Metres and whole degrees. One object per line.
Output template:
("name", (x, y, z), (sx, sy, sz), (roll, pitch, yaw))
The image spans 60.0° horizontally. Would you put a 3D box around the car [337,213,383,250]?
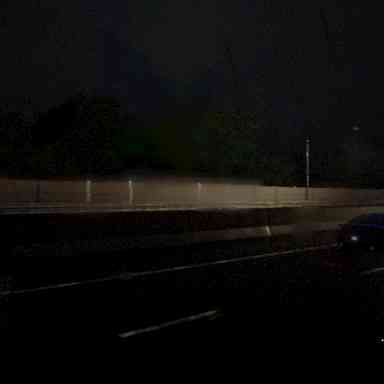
("car", (8.139, 1.613, 13.968), (5.008, 1.535, 1.882), (0, 0, -35))
